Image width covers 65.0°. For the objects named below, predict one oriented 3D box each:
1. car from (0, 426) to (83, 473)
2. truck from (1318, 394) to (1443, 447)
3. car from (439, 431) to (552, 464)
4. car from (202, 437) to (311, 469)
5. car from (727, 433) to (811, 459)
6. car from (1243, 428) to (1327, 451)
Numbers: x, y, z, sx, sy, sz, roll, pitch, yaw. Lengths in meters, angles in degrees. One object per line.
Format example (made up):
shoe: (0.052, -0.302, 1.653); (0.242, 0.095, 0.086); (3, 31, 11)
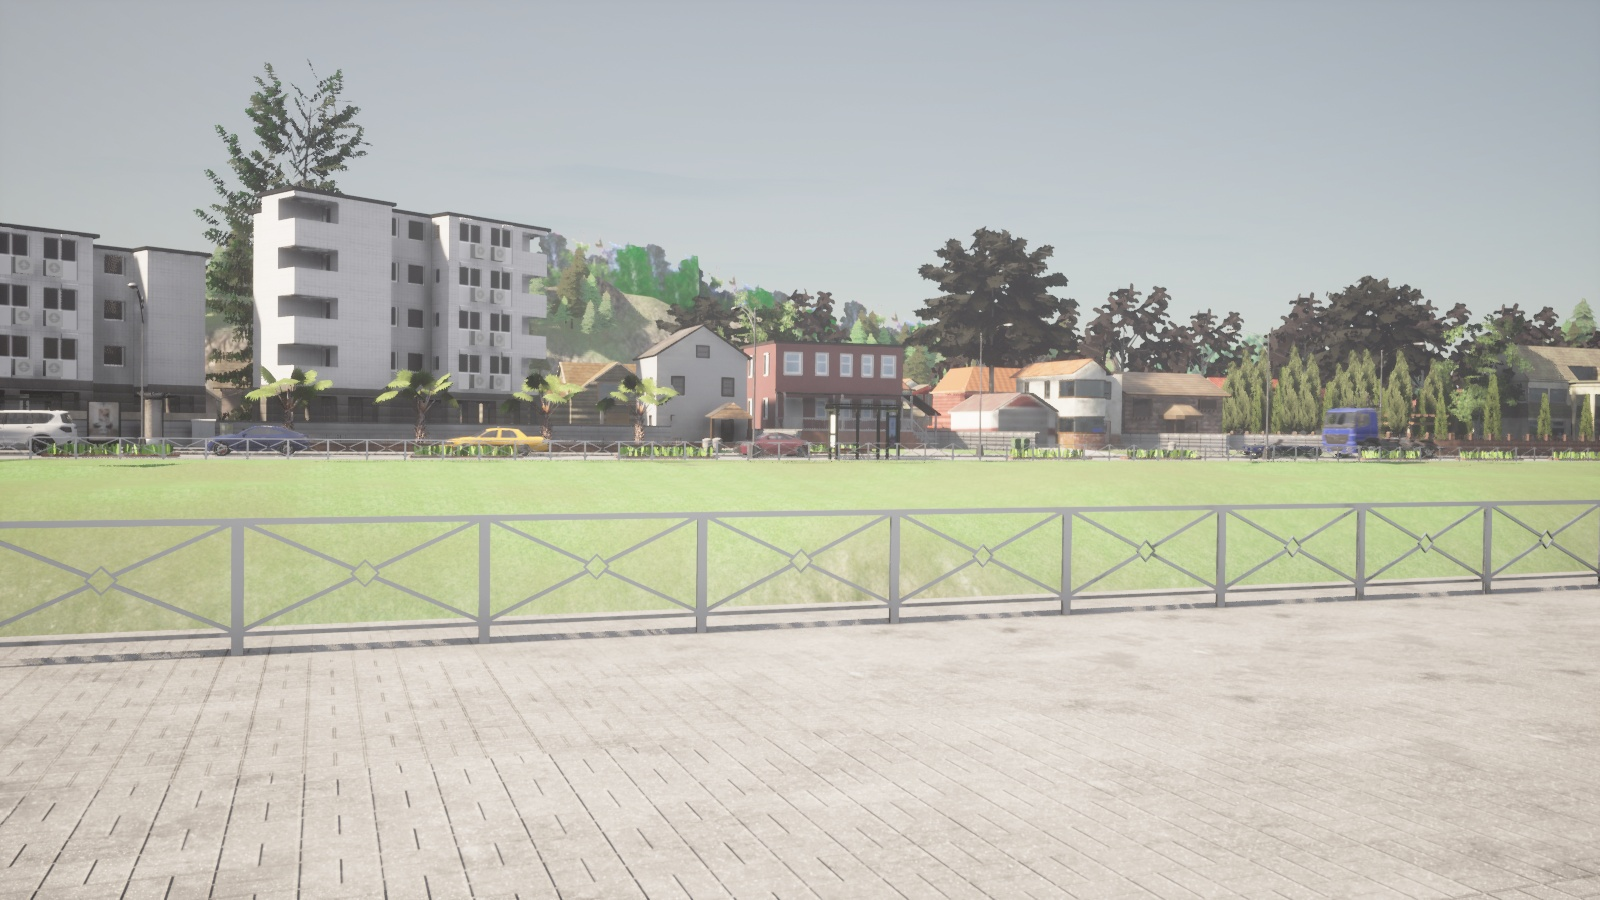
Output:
car: (-35.514, -0.016, 56.302); (5.566, 2.045, 2.150); (-1, 1, -21)
truck: (39.126, -1.978, 84.625); (7.936, 3.462, 2.891); (-1, 1, -21)
car: (-15.499, -0.134, 63.901); (5.366, 1.575, 1.801); (-1, 1, -21)
car: (-25.875, 0.128, 59.962); (4.674, 1.442, 1.812); (-1, 1, -21)
car: (-1.718, -0.242, 69.133); (4.181, 1.385, 1.994); (-1, 1, -21)
car: (29.625, -0.665, 76.753); (4.718, 1.301, 1.895); (-1, 1, -21)
